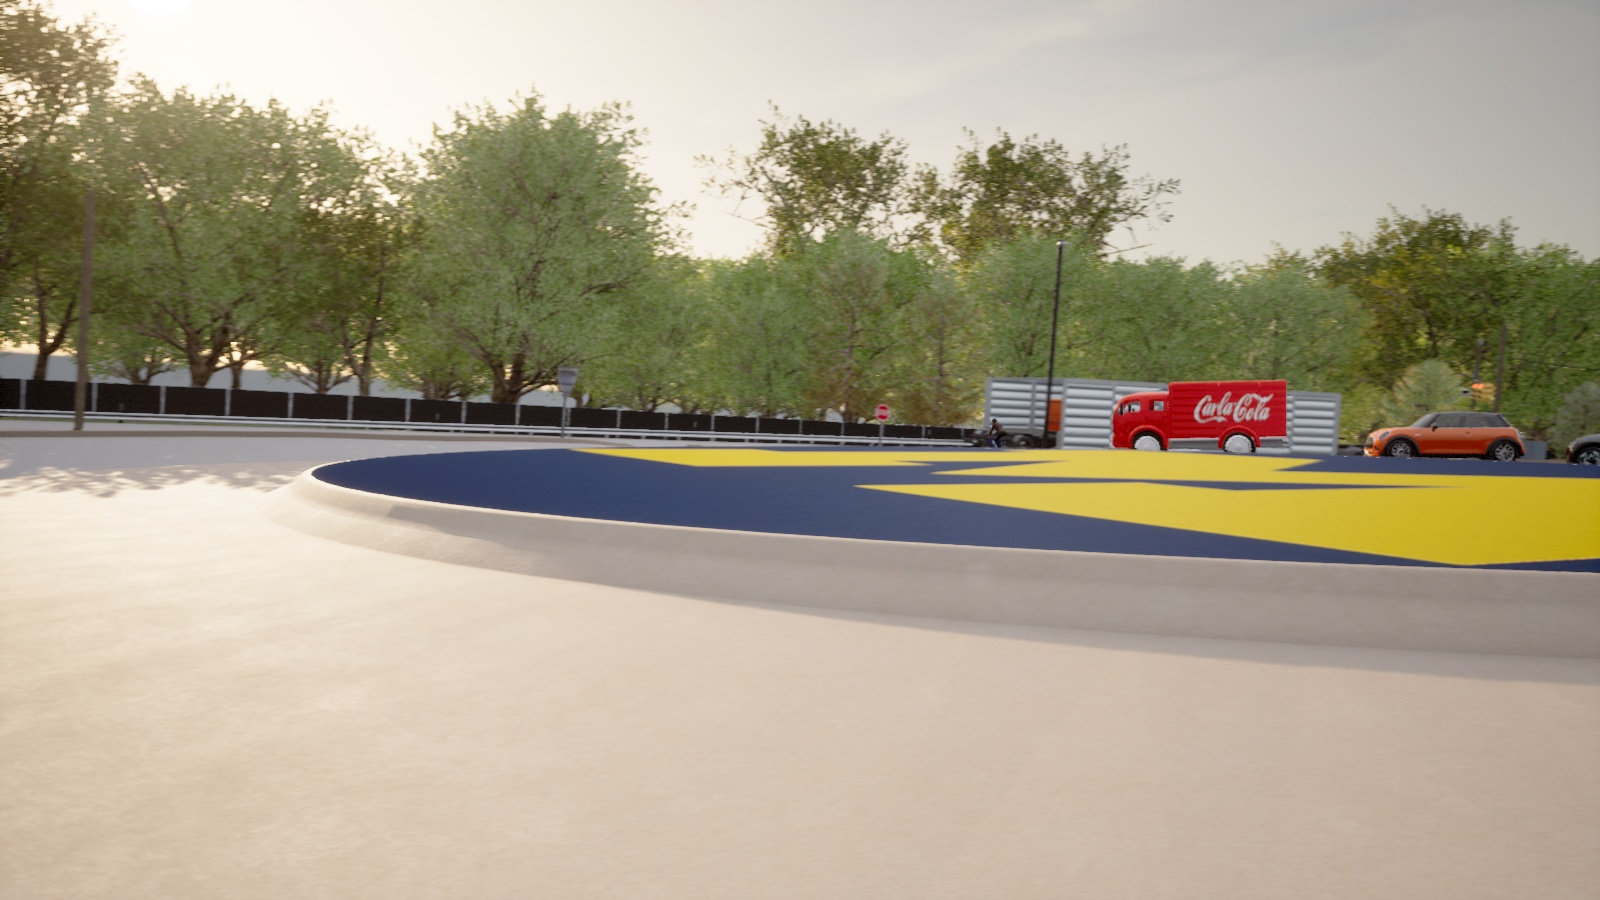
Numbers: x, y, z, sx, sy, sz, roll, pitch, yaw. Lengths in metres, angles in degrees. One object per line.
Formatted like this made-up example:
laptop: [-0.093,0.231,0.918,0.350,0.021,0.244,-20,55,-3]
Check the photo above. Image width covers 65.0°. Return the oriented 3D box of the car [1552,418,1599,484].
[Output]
car: [21.865,0.133,31.320,2.033,1.649,4.856,3,1,-30]

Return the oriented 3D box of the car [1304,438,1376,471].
car: [34.480,0.293,80.208,3.866,1.878,1.905,2,3,-21]

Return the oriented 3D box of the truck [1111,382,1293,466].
truck: [12.476,-0.749,38.944,5.204,2.467,2.627,0,0,21]

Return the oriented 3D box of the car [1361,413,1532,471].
car: [20.923,-0.283,40.875,4.553,1.767,2.097,1,1,14]

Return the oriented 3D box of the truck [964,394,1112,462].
truck: [13.747,-1.280,72.442,7.936,3.462,2.891,2,3,-23]
